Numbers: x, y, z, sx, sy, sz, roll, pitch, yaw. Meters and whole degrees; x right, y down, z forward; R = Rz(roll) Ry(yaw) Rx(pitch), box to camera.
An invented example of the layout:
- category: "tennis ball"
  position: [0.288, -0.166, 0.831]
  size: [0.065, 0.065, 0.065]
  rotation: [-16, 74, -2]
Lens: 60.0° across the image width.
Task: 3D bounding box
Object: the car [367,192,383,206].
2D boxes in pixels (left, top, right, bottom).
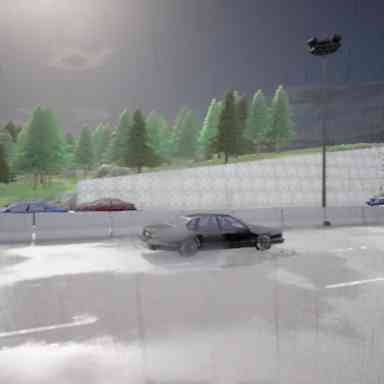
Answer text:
- category: "car"
  position: [24.538, 1.041, 41.638]
  size: [5.566, 2.045, 2.150]
  rotation: [0, 0, -23]

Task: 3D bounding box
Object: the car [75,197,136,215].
- category: "car"
  position: [-7.231, 1.306, 28.153]
  size: [5.008, 1.535, 1.882]
  rotation: [0, 0, -23]

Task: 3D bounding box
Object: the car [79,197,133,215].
- category: "car"
  position: [-8.278, 1.309, 32.027]
  size: [4.892, 1.490, 1.837]
  rotation: [0, 1, -17]

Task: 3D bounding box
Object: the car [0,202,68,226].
- category: "car"
  position: [-9.838, 1.348, 19.442]
  size: [5.008, 1.535, 1.882]
  rotation: [0, 0, -23]

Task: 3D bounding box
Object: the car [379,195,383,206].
- category: "car"
  position: [21.192, 1.339, 32.619]
  size: [5.008, 1.535, 1.882]
  rotation: [0, 0, -23]

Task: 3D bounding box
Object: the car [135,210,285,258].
- category: "car"
  position: [0.771, 1.479, 12.323]
  size: [5.357, 1.411, 2.033]
  rotation: [0, 0, -23]
